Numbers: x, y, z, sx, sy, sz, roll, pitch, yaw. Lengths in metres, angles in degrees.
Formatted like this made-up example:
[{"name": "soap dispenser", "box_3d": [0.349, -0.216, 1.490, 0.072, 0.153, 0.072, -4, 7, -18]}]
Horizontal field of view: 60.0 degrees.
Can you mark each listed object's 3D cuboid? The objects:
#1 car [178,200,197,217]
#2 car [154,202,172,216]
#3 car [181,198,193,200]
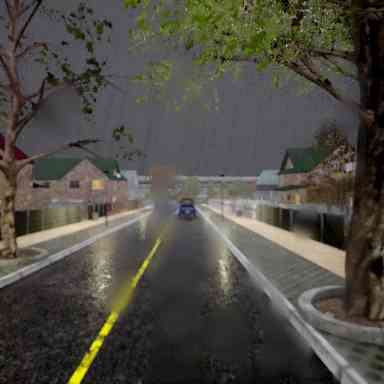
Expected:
[{"name": "car", "box_3d": [-0.523, 1.972, 37.185, 1.882, 1.535, 5.008, 0, -1, -1]}, {"name": "car", "box_3d": [-3.514, 2.026, 40.731, 1.882, 1.535, 5.008, 0, -1, -1]}, {"name": "car", "box_3d": [-0.716, 1.861, 47.232, 2.150, 2.045, 5.566, 0, -1, -1]}]
